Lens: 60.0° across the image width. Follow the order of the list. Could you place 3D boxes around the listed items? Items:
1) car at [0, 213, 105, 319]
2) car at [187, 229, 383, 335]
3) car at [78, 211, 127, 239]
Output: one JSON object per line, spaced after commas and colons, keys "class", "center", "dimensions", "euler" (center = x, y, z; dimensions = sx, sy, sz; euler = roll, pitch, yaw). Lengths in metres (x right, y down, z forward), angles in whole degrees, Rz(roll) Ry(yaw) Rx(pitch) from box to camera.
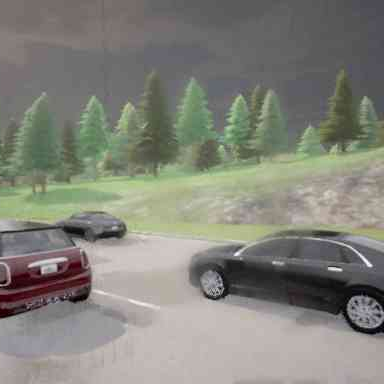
{"class": "car", "center": [-4.238, 1.394, 7.157], "dimensions": [4.553, 1.767, 2.097], "euler": [0, 0, 37]}
{"class": "car", "center": [2.137, 1.524, 6.803], "dimensions": [4.892, 1.490, 1.837], "euler": [0, 0, 36]}
{"class": "car", "center": [-5.184, 1.646, 16.651], "dimensions": [4.181, 1.385, 1.994], "euler": [0, 0, 37]}
